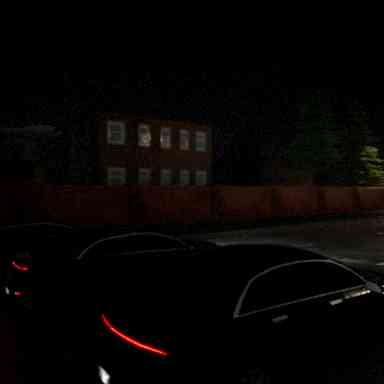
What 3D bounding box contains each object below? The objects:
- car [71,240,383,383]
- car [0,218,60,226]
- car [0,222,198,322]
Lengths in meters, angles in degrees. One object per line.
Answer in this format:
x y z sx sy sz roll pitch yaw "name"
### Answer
1.145 1.489 4.560 4.892 1.490 1.837 0 0 -36 "car"
-4.182 1.494 9.358 4.902 1.511 2.128 0 0 -35 "car"
-1.213 1.483 7.175 4.902 1.511 2.128 0 0 -36 "car"
